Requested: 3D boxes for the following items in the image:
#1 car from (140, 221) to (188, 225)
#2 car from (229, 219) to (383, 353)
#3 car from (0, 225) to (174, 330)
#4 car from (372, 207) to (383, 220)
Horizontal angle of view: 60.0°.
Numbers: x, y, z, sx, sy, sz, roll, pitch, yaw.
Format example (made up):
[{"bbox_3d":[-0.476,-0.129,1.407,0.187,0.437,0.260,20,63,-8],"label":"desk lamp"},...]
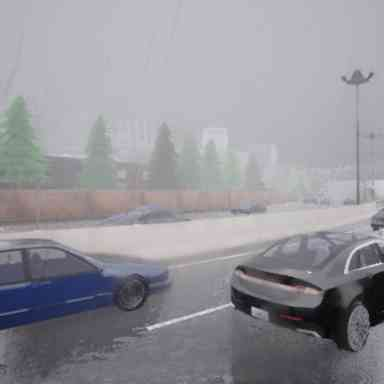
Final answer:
[{"bbox_3d":[-2.250,1.564,15.789,4.892,1.490,1.837,-1,1,-40],"label":"car"},{"bbox_3d":[2.845,1.501,6.216,4.902,1.511,2.128,0,0,-39],"label":"car"},{"bbox_3d":[-2.991,1.581,6.017,5.357,1.411,2.033,0,0,-37],"label":"car"},{"bbox_3d":[12.146,1.560,19.737,2.033,1.411,5.357,0,0,42],"label":"car"}]
